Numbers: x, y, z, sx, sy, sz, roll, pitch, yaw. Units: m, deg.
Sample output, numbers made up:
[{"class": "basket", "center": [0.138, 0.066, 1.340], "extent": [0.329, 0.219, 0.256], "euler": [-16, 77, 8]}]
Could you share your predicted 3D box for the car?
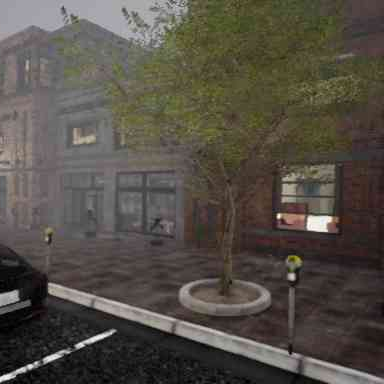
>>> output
[{"class": "car", "center": [-4.315, 1.542, 5.938], "extent": [4.313, 1.339, 1.947], "euler": [0, 1, 36]}]
